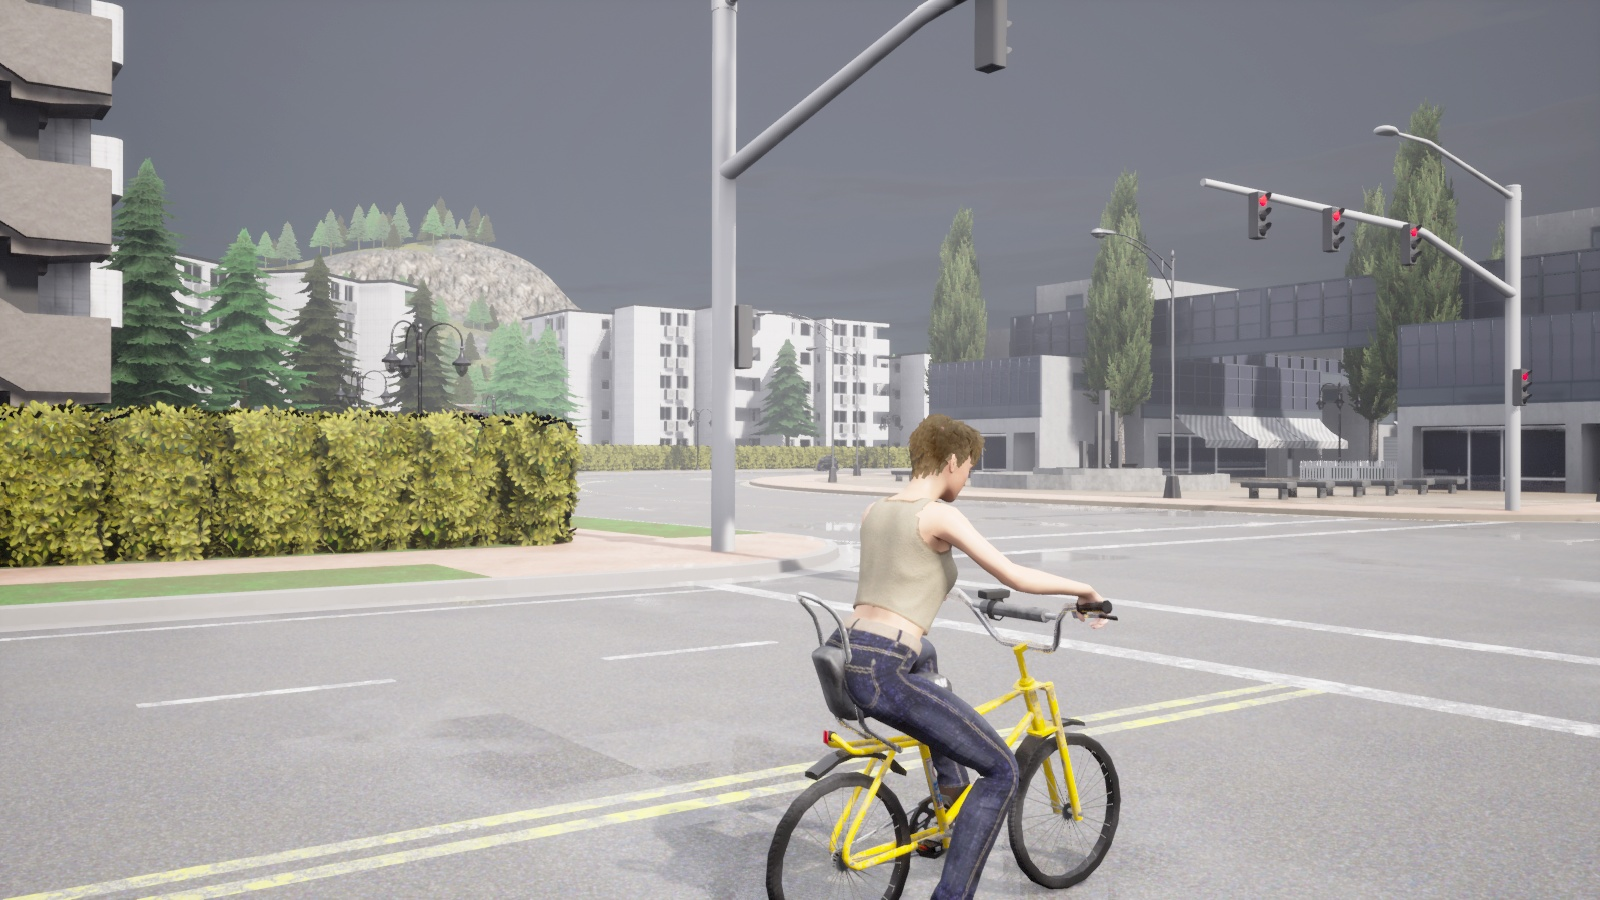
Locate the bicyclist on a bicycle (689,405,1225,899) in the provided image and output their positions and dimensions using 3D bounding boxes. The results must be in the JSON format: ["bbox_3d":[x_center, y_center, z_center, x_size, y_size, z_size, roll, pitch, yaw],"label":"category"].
[{"bbox_3d":[0.520,0.690,4.026,1.509,1.612,0.866,0,0,-35],"label":"bicyclist on a bicycle"}]
